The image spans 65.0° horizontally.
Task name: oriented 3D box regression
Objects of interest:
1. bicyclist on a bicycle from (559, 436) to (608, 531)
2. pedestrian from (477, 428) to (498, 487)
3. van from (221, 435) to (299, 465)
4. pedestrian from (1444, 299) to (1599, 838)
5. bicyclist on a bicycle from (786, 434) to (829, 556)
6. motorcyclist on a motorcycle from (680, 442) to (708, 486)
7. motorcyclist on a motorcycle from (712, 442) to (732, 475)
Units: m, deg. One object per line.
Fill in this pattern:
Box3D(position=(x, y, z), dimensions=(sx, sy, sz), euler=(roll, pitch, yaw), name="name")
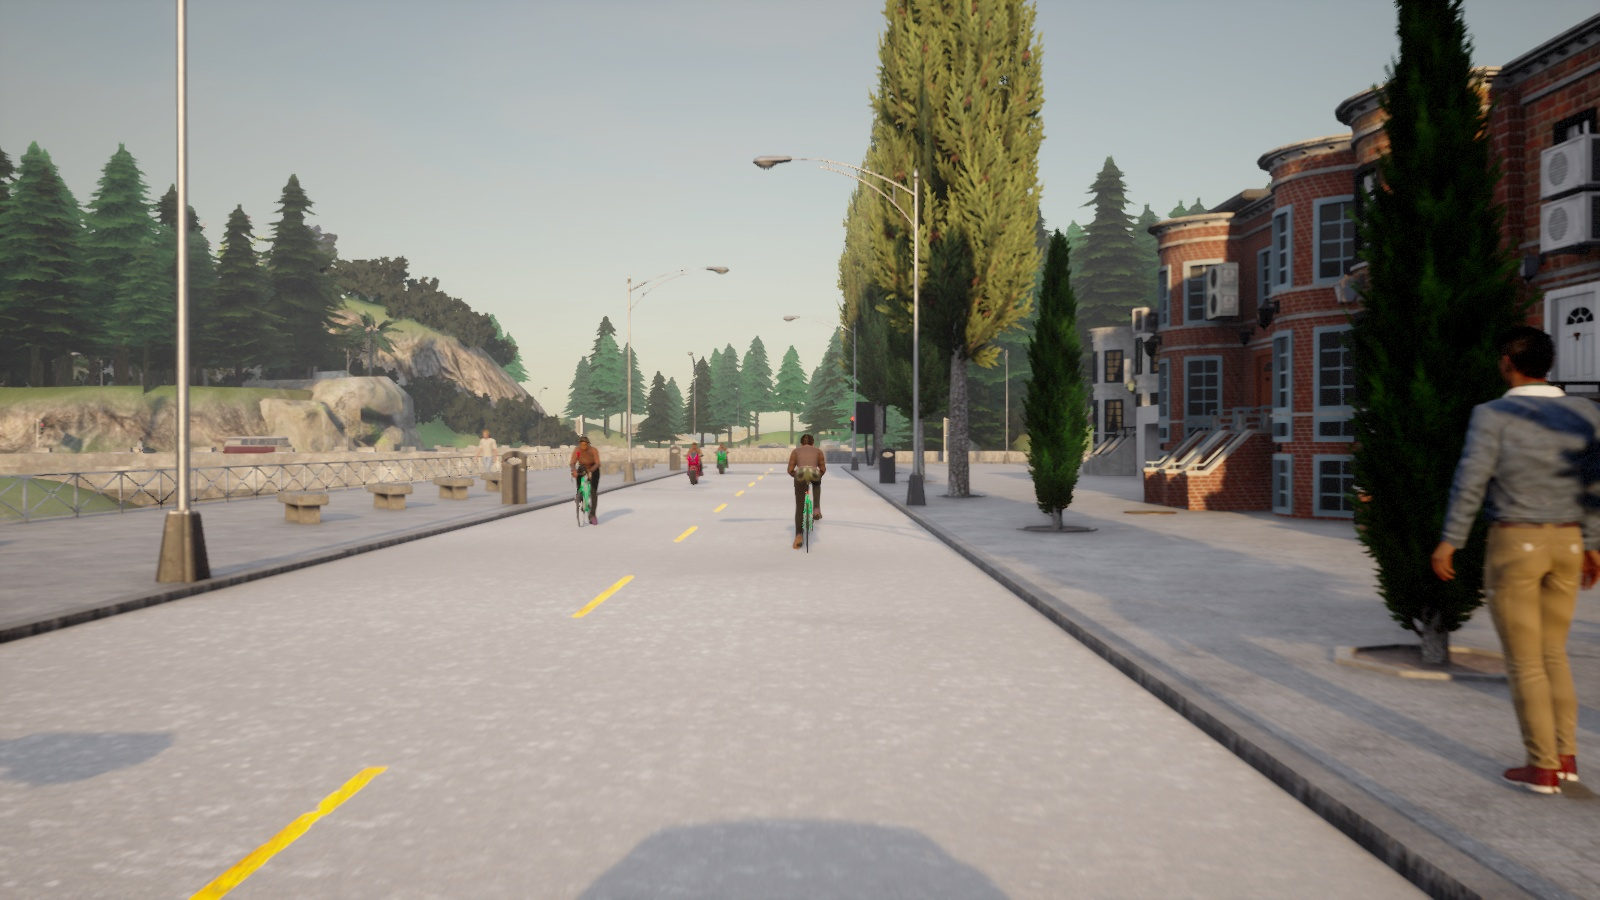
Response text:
Box3D(position=(-3.849, 0.570, 22.410), dimensions=(0.582, 1.620, 1.656), euler=(0, 1, 1), name="bicyclist on a bicycle")
Box3D(position=(-9.703, 0.229, 38.985), dimensions=(0.354, 1.836, 0.706), euler=(0, 0, 15), name="pedestrian")
Box3D(position=(-36.224, -0.005, 84.320), dimensions=(4.442, 1.987, 1.775), euler=(0, 0, 0), name="van")
Box3D(position=(2.928, 0.428, 4.935), dimensions=(0.423, 1.949, 0.788), euler=(0, 0, 4), name="pedestrian")
Box3D(position=(0.106, 0.600, 17.567), dimensions=(0.582, 1.620, 1.656), euler=(0, 0, 0), name="bicyclist on a bicycle")
Box3D(position=(-3.750, 0.474, 44.545), dimensions=(0.797, 1.523, 2.044), euler=(0, 0, 0), name="motorcyclist on a motorcycle")
Box3D(position=(-3.667, 0.394, 58.901), dimensions=(0.797, 1.523, 2.044), euler=(0, 0, 0), name="motorcyclist on a motorcycle")
